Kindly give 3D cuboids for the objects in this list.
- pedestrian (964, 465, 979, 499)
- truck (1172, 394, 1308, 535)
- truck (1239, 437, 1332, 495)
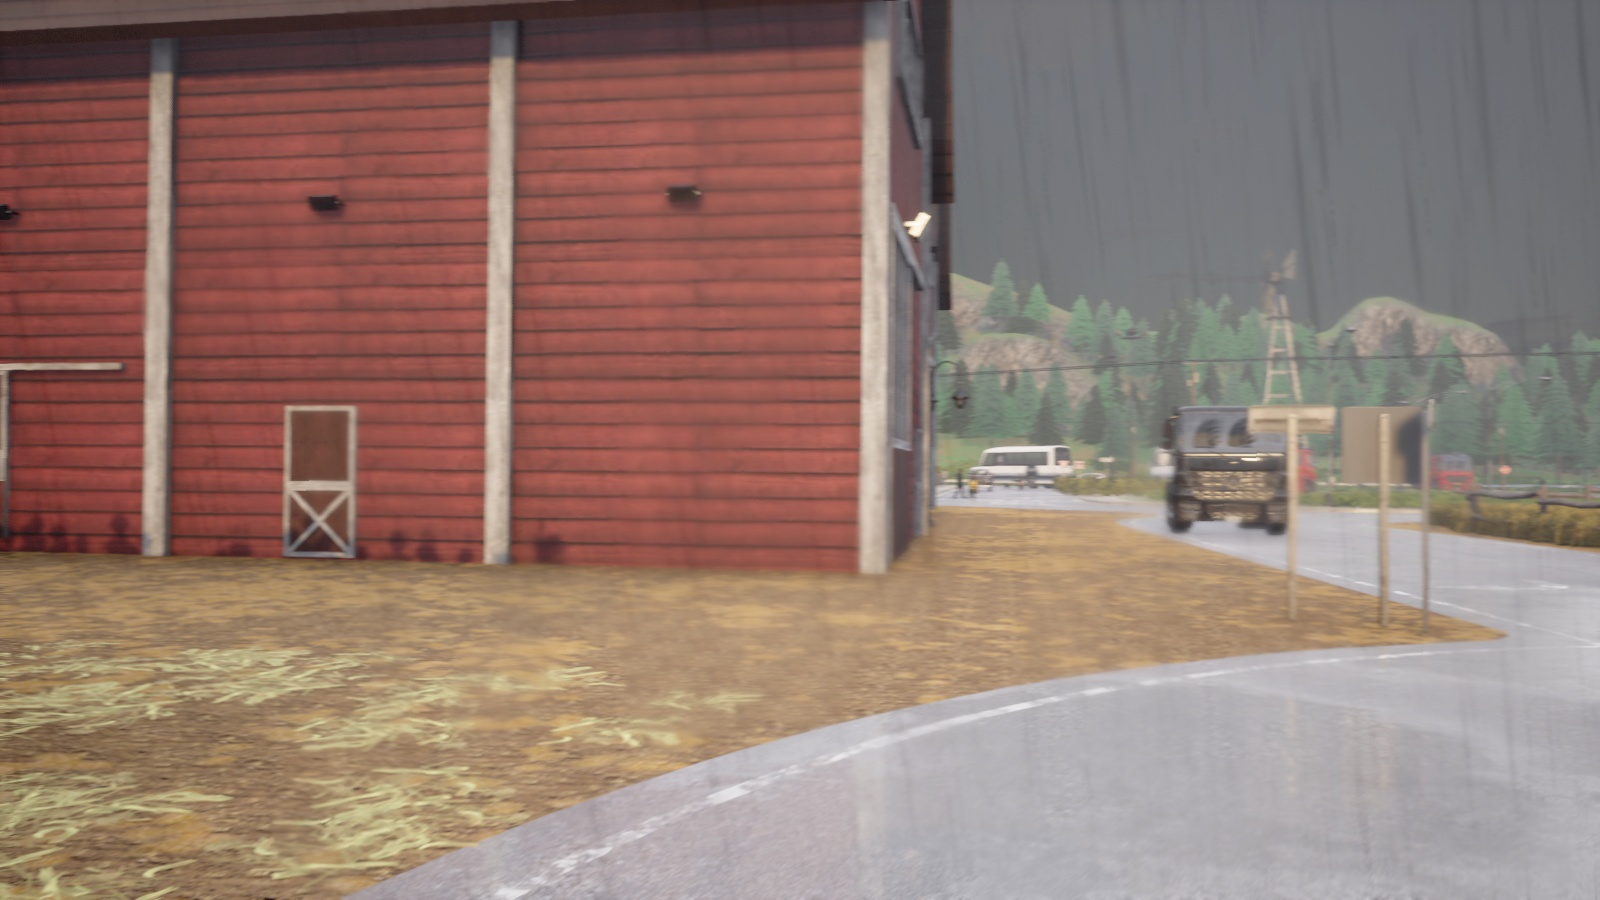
[{"bbox_3d":[9.821,1.826,72.031,0.423,1.949,0.788,1,-1,-37],"label":"pedestrian"},{"bbox_3d":[12.010,0.429,34.913,2.891,3.462,7.936,0,-1,14],"label":"truck"},{"bbox_3d":[33.282,1.118,85.949,2.891,3.827,8.468,-1,-1,44],"label":"truck"}]
